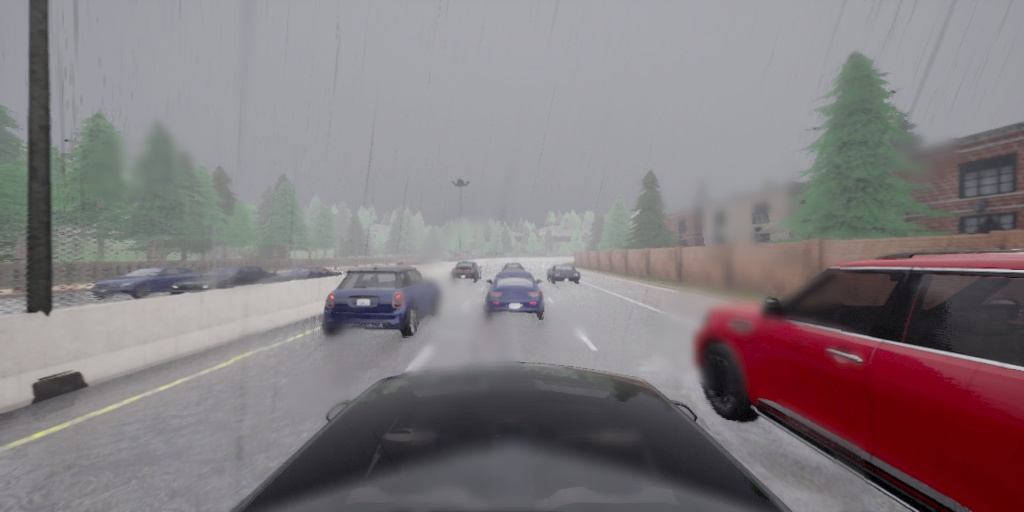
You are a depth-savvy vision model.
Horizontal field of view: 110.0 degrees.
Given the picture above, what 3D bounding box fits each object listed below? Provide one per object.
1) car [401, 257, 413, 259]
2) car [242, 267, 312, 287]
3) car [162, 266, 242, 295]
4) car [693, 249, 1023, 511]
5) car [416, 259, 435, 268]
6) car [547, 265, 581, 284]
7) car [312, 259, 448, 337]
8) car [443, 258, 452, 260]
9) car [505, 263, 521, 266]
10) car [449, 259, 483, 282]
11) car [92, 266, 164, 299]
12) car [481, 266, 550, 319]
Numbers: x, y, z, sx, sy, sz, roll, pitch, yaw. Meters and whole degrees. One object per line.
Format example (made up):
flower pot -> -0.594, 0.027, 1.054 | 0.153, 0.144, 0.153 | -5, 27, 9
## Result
car -> -17.530, 0.935, 59.268 | 2.097, 1.767, 4.553 | 0, 0, 1
car -> -10.601, 1.249, 18.251 | 2.033, 1.411, 5.357 | 0, 0, 0
car -> -14.101, 1.249, 18.275 | 2.033, 1.411, 5.357 | 0, 0, 0
car -> 3.594, 0.970, 2.646 | 2.150, 2.045, 5.566 | 0, 0, 0
car -> -14.059, 1.187, 58.309 | 1.895, 1.301, 4.718 | 0, 0, 1
car -> 3.598, 1.282, 25.884 | 1.895, 1.301, 4.718 | 0, 0, 0
car -> -3.403, 1.077, 10.349 | 2.097, 1.767, 4.553 | 0, 0, 0
car -> -10.529, 1.091, 58.423 | 1.837, 1.490, 4.892 | 0, 0, 1
car -> 0.098, 1.238, 28.083 | 1.994, 1.385, 4.181 | 0, 0, 0
car -> -3.402, 1.180, 27.573 | 1.837, 1.490, 4.892 | 0, 0, 0
car -> -17.600, 1.228, 17.806 | 1.812, 1.442, 4.674 | 0, 0, 0
car -> 0.084, 1.245, 12.483 | 1.812, 1.442, 4.674 | 0, 0, 0
